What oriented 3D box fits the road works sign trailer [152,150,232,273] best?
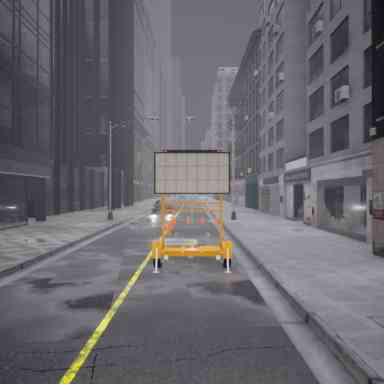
[{"bbox_3d":[0.005,0.464,10.635,2.380,3.560,2.880,0,0,0],"label":"road works sign trailer"}]

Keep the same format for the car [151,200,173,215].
[{"bbox_3d":[-3.068,1.522,34.685,1.812,1.442,4.674,0,0,0],"label":"car"}]
